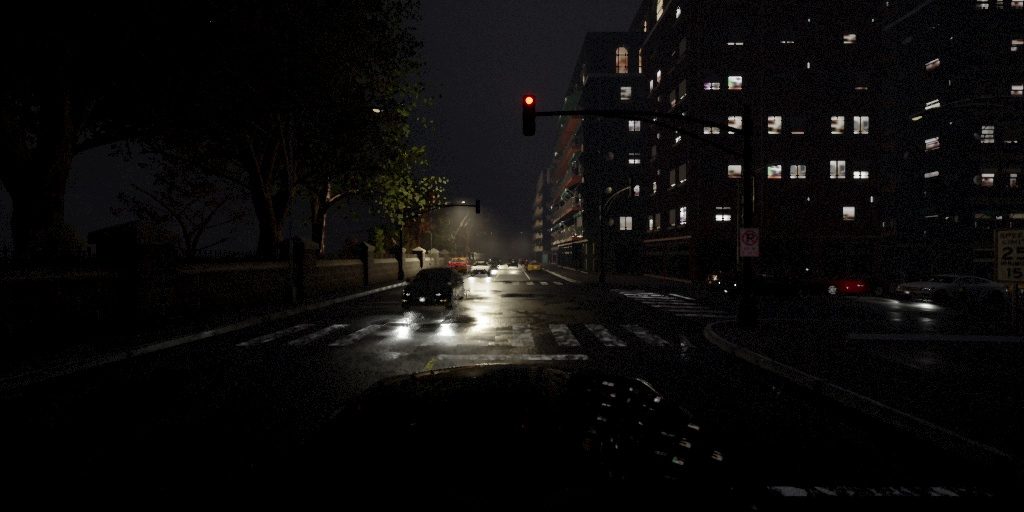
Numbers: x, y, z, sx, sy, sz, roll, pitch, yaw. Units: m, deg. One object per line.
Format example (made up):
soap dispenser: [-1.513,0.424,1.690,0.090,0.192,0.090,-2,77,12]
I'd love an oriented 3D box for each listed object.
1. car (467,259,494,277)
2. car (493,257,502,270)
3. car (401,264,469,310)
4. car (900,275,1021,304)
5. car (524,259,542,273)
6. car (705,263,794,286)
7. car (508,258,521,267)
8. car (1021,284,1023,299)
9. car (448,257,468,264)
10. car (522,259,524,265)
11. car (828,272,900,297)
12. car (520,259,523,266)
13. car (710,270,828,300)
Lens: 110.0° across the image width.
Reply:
car: [-3.054,1.280,35.806,1.812,1.442,4.674,0,0,0]
car: [-3.031,1.256,52.040,2.128,1.511,4.902,0,0,0]
car: [-3.086,1.254,14.750,1.837,1.490,4.892,0,0,0]
car: [23.667,1.723,19.343,4.674,1.442,1.812,1,0,0]
car: [2.743,1.283,44.228,1.751,1.417,4.829,0,0,0]
car: [14.623,1.338,21.922,5.009,1.841,2.192,0,0,0]
car: [0.177,1.320,64.305,2.033,1.411,5.357,0,0,-1]
car: [31.539,1.857,21.954,4.829,1.417,1.751,0,0,0]
car: [-5.645,1.070,38.532,2.192,1.841,5.009,0,0,0]
car: [2.749,1.307,49.593,1.888,1.381,4.507,0,0,0]
car: [20.318,1.671,21.933,4.507,1.381,1.888,0,0,0]
car: [2.756,1.316,55.128,2.007,1.370,4.403,0,0,0]
car: [13.725,1.618,19.327,4.718,1.301,1.895,1,0,0]
